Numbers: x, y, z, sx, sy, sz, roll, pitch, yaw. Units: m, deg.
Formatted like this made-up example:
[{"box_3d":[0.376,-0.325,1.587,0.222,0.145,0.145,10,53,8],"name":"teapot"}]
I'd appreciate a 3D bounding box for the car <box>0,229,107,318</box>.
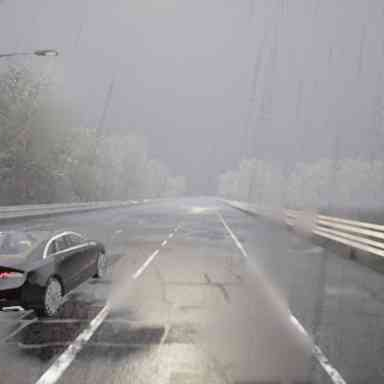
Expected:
[{"box_3d":[-3.409,1.580,7.585,2.128,1.511,4.902,0,-1,2],"name":"car"}]
